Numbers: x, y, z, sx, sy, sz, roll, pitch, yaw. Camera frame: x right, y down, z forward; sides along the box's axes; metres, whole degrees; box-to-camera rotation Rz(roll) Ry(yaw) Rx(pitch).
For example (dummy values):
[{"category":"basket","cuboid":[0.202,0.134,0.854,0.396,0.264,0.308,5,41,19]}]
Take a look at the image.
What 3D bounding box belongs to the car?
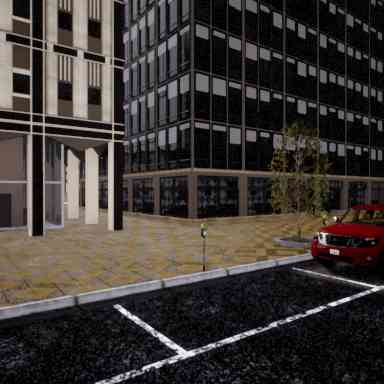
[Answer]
[{"category":"car","cuboid":[5.917,1.314,10.516,5.009,1.841,2.192,0,0,-36]}]
